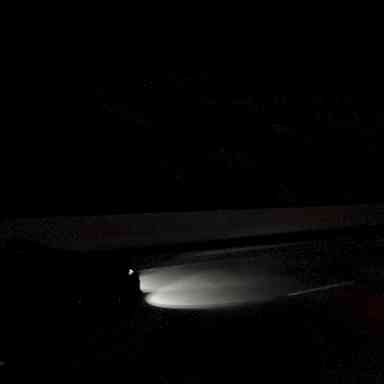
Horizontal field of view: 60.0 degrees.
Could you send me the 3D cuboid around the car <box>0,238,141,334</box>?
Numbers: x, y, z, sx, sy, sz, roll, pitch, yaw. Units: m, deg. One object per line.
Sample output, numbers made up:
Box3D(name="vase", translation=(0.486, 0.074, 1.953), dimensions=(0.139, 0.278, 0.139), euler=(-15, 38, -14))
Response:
Box3D(name="car", translation=(-3.032, 1.532, 5.823), dimensions=(4.181, 1.385, 1.994), euler=(-1, 0, -34))
